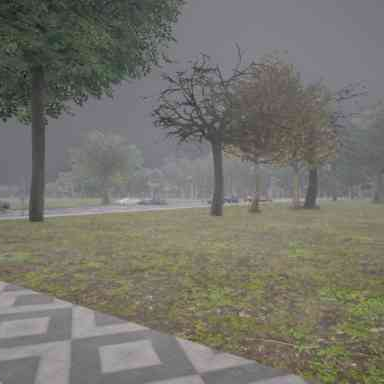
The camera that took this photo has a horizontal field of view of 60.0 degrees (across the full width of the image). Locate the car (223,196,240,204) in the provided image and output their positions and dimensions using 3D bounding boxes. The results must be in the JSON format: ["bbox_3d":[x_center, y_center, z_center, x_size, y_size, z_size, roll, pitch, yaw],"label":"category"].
[{"bbox_3d":[7.582,1.576,65.003,1.837,1.490,4.892,-1,-1,35],"label":"car"}]

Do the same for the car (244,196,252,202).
[{"bbox_3d":[14.028,1.677,79.882,1.812,1.442,4.674,-1,-1,35],"label":"car"}]

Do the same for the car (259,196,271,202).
[{"bbox_3d":[17.281,1.673,78.852,1.994,1.385,4.181,-1,-1,35],"label":"car"}]

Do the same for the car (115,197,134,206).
[{"bbox_3d":[-10.834,1.660,56.182,1.812,1.442,4.674,-1,-1,36],"label":"car"}]

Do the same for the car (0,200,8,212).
[{"bbox_3d":[-22.149,1.629,34.659,1.994,1.385,4.181,-1,0,35],"label":"car"}]

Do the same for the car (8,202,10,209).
[{"bbox_3d":[-23.605,1.594,38.226,2.128,1.511,4.902,-1,0,35],"label":"car"}]

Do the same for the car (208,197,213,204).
[{"bbox_3d":[4.923,1.670,66.874,1.994,1.385,4.181,-1,-1,35],"label":"car"}]

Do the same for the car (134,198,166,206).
[{"bbox_3d":[-6.740,1.652,56.308,2.033,1.411,5.357,-1,-1,36],"label":"car"}]
